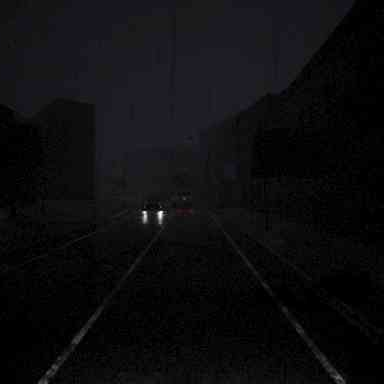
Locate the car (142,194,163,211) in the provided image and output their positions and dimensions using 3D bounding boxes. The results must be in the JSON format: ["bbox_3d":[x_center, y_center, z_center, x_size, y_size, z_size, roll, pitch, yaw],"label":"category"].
[{"bbox_3d":[-4.192,1.025,35.667,2.097,1.767,4.553,0,1,-6],"label":"car"}]

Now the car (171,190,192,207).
[{"bbox_3d":[-1.408,0.784,42.685,2.150,2.045,5.566,1,1,-10],"label":"car"}]
